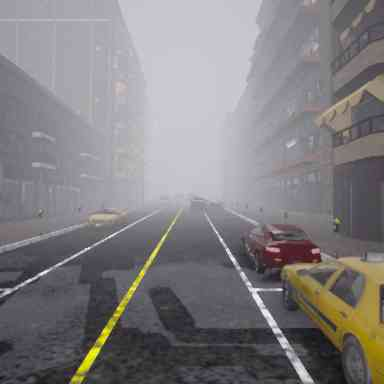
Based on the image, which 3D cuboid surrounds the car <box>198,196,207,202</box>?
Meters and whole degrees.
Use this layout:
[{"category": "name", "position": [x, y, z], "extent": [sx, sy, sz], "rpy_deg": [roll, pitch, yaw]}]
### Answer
[{"category": "car", "position": [2.583, 1.754, 82.115], "extent": [1.887, 1.381, 4.507], "rpy_deg": [1, 0, 0]}]

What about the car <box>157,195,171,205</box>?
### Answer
[{"category": "car", "position": [-5.296, 1.645, 59.884], "extent": [1.752, 1.417, 4.829], "rpy_deg": [2, 0, 0]}]

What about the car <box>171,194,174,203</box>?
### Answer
[{"category": "car", "position": [-5.290, 1.455, 65.587], "extent": [2.192, 1.841, 5.009], "rpy_deg": [2, 0, 0]}]

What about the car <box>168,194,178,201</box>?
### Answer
[{"category": "car", "position": [-5.292, 1.581, 93.238], "extent": [2.192, 1.841, 5.009], "rpy_deg": [1, 0, 0]}]

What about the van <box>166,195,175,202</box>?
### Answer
[{"category": "van", "position": [-5.292, 1.551, 82.177], "extent": [1.690, 1.788, 3.998], "rpy_deg": [1, 0, 0]}]

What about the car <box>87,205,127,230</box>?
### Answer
[{"category": "car", "position": [-5.294, 1.544, 21.177], "extent": [1.752, 1.417, 4.829], "rpy_deg": [2, 0, 0]}]

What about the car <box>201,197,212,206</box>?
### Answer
[{"category": "car", "position": [2.584, 1.665, 59.991], "extent": [1.887, 1.381, 4.507], "rpy_deg": [1, 0, 0]}]

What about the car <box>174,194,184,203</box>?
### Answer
[{"category": "car", "position": [-2.751, 1.363, 75.964], "extent": [2.150, 2.045, 5.566], "rpy_deg": [0, 0, 0]}]

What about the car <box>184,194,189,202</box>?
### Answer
[{"category": "car", "position": [-0.001, 1.298, 73.111], "extent": [2.150, 2.045, 5.566], "rpy_deg": [0, 0, 0]}]

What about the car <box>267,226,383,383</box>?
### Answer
[{"category": "car", "position": [2.586, 1.527, 4.860], "extent": [1.752, 1.417, 4.829], "rpy_deg": [2, 0, 0]}]

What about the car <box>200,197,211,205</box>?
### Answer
[{"category": "car", "position": [2.583, 1.690, 65.523], "extent": [2.008, 1.369, 4.403], "rpy_deg": [1, 0, 0]}]

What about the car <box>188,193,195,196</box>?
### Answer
[{"category": "car", "position": [0.824, 1.445, 52.511], "extent": [2.097, 1.767, 4.553], "rpy_deg": [0, 0, 0]}]

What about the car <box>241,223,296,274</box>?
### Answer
[{"category": "car", "position": [2.584, 1.588, 10.219], "extent": [1.802, 1.307, 4.206], "rpy_deg": [1, 0, 0]}]

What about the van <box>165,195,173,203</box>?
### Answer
[{"category": "van", "position": [-5.291, 1.525, 76.645], "extent": [1.690, 1.788, 3.998], "rpy_deg": [2, 0, 0]}]

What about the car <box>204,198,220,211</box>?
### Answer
[{"category": "car", "position": [2.585, 1.592, 43.571], "extent": [1.752, 1.417, 4.829], "rpy_deg": [1, 0, 0]}]

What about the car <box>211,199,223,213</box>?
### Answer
[{"category": "car", "position": [2.584, 1.597, 37.869], "extent": [1.887, 1.381, 4.507], "rpy_deg": [1, 0, 0]}]

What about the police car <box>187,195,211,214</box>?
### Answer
[{"category": "police car", "position": [0.714, 1.474, 36.646], "extent": [1.930, 1.638, 5.238], "rpy_deg": [0, 0, 0]}]
